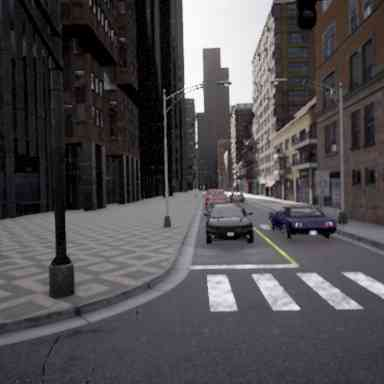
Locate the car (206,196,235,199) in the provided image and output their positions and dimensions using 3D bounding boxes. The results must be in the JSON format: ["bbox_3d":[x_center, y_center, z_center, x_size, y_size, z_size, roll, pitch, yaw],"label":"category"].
[{"bbox_3d":[2.042,1.244,24.754,1.895,1.301,4.718,-1,1,3],"label":"car"}]

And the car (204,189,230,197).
[{"bbox_3d":[2.517,0.720,35.249,2.150,2.045,5.566,-1,1,3],"label":"car"}]

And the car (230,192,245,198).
[{"bbox_3d":[6.130,0.761,45.415,2.128,1.511,4.902,-1,1,3],"label":"car"}]

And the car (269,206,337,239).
[{"bbox_3d":[4.885,1.293,15.419,1.895,1.301,4.718,-1,1,2],"label":"car"}]

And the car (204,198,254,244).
[{"bbox_3d":[1.587,1.256,14.853,1.882,1.535,5.008,-1,1,4],"label":"car"}]
